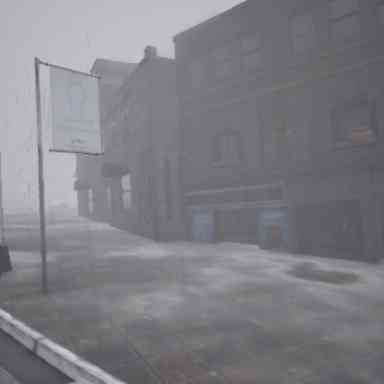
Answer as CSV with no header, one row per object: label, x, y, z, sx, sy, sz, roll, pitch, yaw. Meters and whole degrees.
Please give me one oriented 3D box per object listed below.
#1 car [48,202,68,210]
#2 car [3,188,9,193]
car,-25.442,2.638,63.426,1.812,1.442,4.674,-4,-1,11
car,-48.442,-0.114,82.484,2.185,1.767,4.553,-4,-3,1
